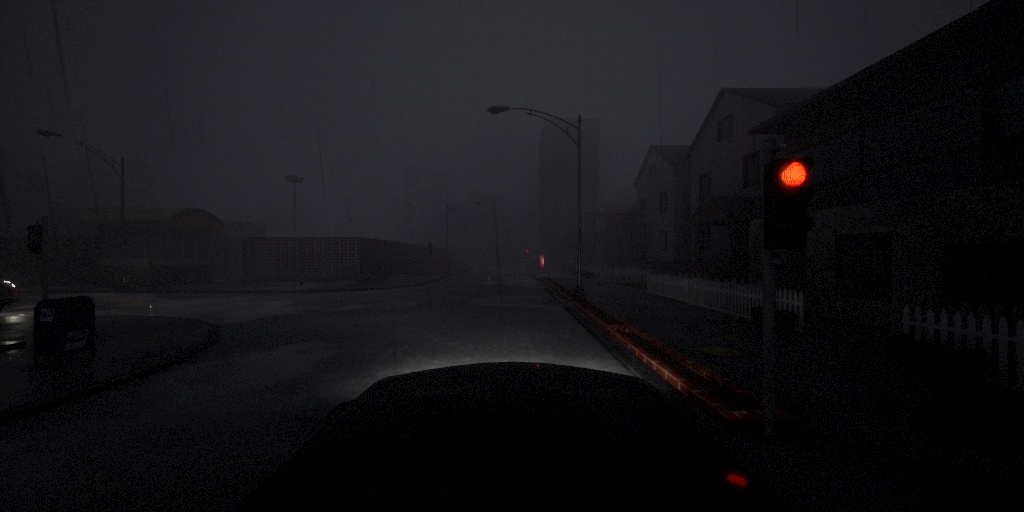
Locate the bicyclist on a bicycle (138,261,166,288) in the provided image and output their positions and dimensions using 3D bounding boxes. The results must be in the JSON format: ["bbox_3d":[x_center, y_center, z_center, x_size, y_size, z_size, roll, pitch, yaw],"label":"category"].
[{"bbox_3d":[-21.746,1.099,21.692,0.582,1.620,1.656,0,0,0],"label":"bicyclist on a bicycle"}]

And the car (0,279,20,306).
[{"bbox_3d":[-21.594,1.102,13.299,4.553,1.767,2.097,0,0,0],"label":"car"}]
